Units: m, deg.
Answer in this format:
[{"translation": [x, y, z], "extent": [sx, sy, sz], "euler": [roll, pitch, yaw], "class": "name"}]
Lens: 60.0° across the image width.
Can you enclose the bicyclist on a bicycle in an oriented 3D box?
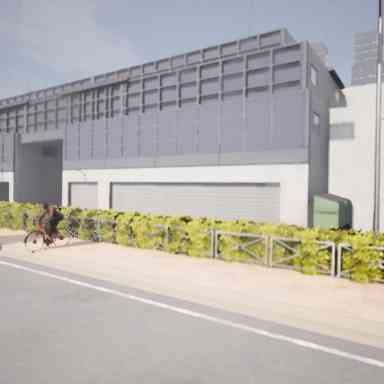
[{"translation": [-4.679, 1.100, 10.878], "extent": [0.582, 1.620, 1.656], "euler": [1, 1, 34], "class": "bicyclist on a bicycle"}]
